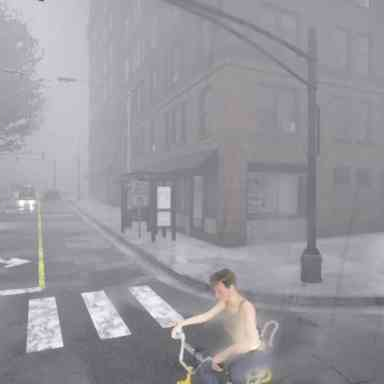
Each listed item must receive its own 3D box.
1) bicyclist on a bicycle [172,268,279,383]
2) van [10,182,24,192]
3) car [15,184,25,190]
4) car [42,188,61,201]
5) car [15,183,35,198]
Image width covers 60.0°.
[{"bbox_3d":[0.226,1.475,2.834,1.509,1.612,0.866,0,-3,-25],"label":"bicyclist on a bicycle"},{"bbox_3d":[-33.925,-0.977,64.025,1.690,1.788,3.998,2,1,-25],"label":"van"},{"bbox_3d":[-41.900,-1.299,81.142,1.887,1.381,4.507,2,1,-25],"label":"car"},{"bbox_3d":[-17.417,0.227,41.276,1.837,1.490,4.892,0,3,-25],"label":"car"},{"bbox_3d":[-21.620,-0.020,43.701,2.128,1.511,4.902,0,3,-25],"label":"car"}]
